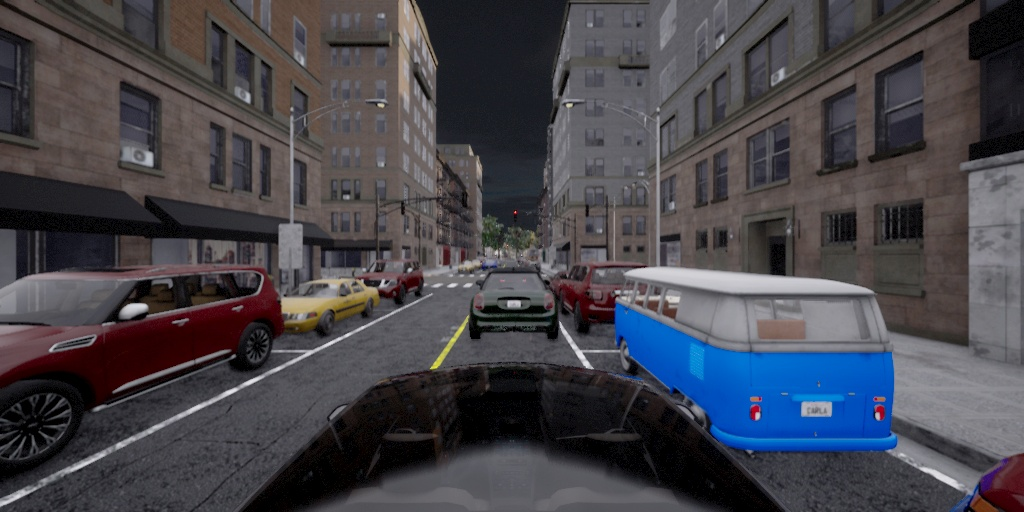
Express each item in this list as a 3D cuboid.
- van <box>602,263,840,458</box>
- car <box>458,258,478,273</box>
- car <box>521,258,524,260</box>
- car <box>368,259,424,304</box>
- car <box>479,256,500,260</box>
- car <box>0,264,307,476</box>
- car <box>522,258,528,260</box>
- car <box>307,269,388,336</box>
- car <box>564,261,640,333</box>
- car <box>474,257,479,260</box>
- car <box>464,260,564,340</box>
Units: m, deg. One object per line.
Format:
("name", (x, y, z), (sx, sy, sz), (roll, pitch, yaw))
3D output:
("van", (2.635, 1.087, 4.954), (1.690, 1.789, 3.998), (0, 0, 0))
("car", (-5.463, 1.232, 43.140), (1.751, 1.417, 4.829), (0, 0, 0))
("car", (2.583, 1.247, 48.802), (1.888, 1.381, 4.507), (0, 0, 0))
("car", (-5.417, 1.050, 16.303), (2.192, 1.841, 5.009), (0, 0, 0))
("car", (-2.892, 1.181, 47.199), (1.882, 1.535, 5.008), (0, 0, 0))
("car", (-5.401, 1.061, 4.947), (2.192, 1.841, 5.009), (0, 0, 0))
("car", (2.590, 1.257, 43.320), (2.007, 1.370, 4.403), (0, 0, 0))
("car", (-5.409, 1.266, 10.454), (1.751, 1.417, 4.829), (0, 0, 0))
("car", (2.628, 1.056, 10.633), (2.192, 1.841, 5.009), (0, 0, 0))
("car", (-5.473, 1.222, 54.104), (1.751, 1.417, 4.829), (0, 0, 0))
("car", (0.028, 1.093, 10.133), (2.097, 1.767, 4.553), (0, 0, -1))
